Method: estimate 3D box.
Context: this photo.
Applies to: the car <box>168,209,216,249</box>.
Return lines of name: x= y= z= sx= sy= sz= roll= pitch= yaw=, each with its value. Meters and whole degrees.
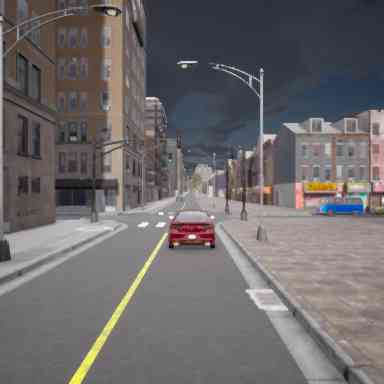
car: x=0.001 y=1.484 z=14.650 sx=1.882 sy=1.535 sz=5.008 roll=0 pitch=0 yaw=0

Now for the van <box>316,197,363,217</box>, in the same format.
van: x=13.741 y=1.336 z=30.960 sx=3.998 sy=1.788 sz=1.690 roll=0 pitch=0 yaw=0

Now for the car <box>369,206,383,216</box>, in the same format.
car: x=19.183 y=1.517 z=30.951 sx=4.829 sy=1.417 sz=1.752 roll=0 pitch=0 yaw=0

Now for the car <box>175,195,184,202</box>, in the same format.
car: x=-2.750 y=1.560 z=74.494 sx=1.837 sy=1.490 sz=4.892 roll=0 pitch=0 yaw=0
